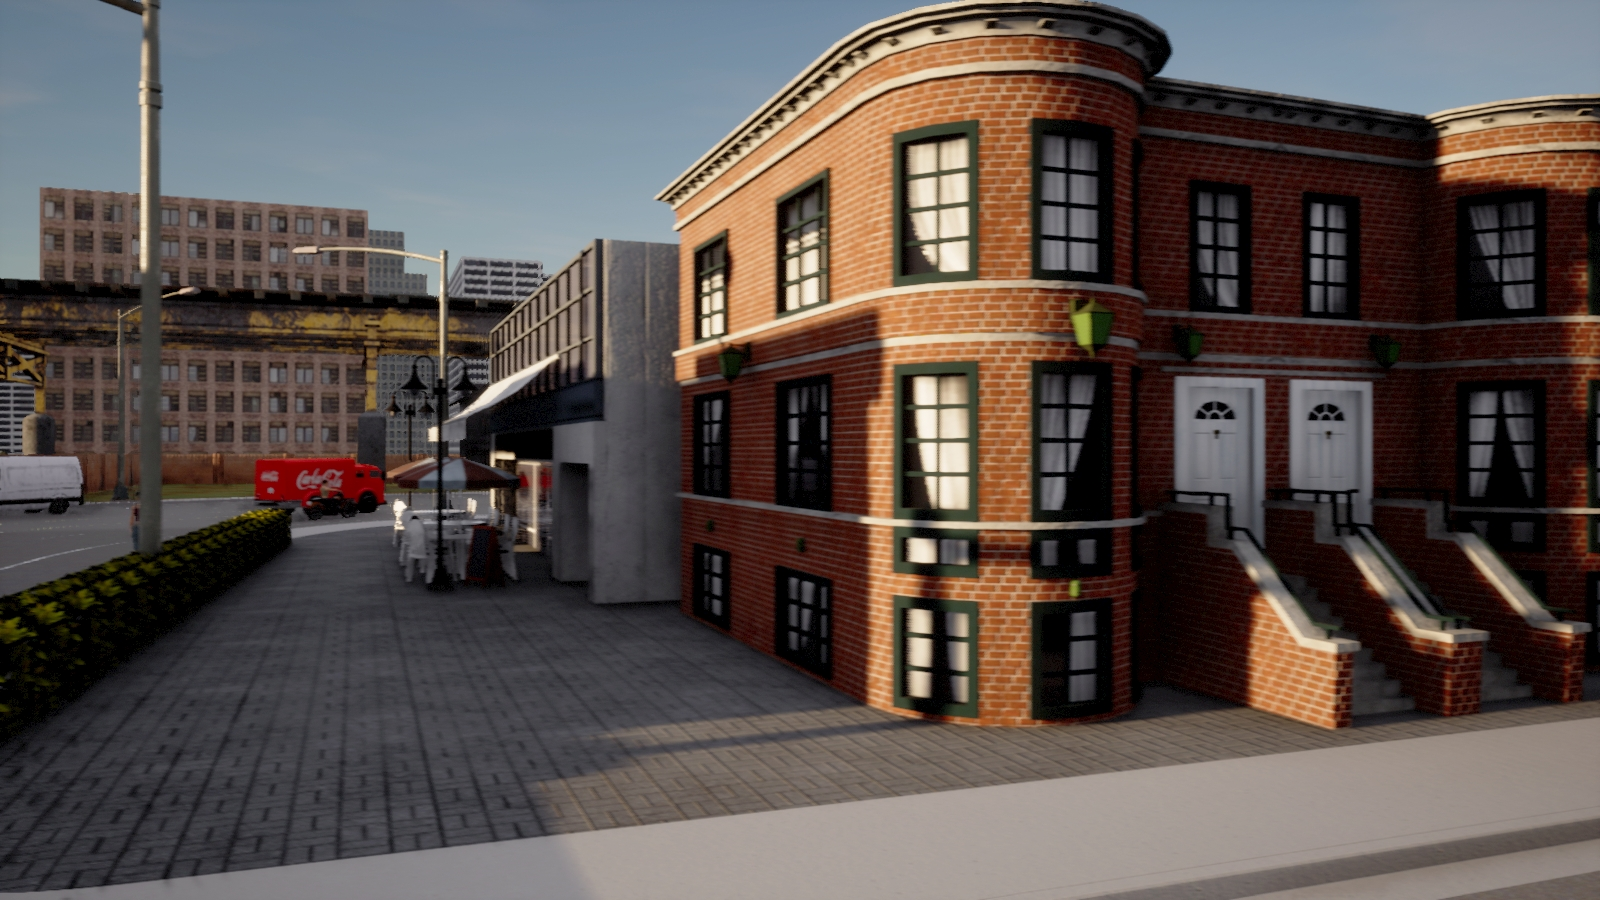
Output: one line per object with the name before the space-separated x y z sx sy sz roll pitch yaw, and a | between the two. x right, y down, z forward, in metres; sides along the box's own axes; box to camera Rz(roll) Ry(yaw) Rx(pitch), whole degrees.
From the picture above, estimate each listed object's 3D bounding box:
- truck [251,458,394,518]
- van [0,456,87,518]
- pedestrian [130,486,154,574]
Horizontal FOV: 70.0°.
truck | -20.850 1.596 50.131 2.627 2.467 5.204 0 0 34
van | -33.780 1.552 48.480 1.988 2.561 5.915 0 0 23
pedestrian | -14.175 1.708 24.615 0.375 1.860 0.375 0 0 -17
